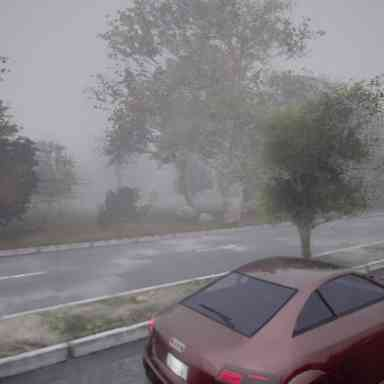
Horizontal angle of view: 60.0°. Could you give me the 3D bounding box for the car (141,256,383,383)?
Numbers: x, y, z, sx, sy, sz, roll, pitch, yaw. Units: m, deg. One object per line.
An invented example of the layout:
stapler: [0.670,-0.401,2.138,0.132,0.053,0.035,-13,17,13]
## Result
car: [1.494,1.542,4.198,4.181,1.385,1.994,0,0,-35]
